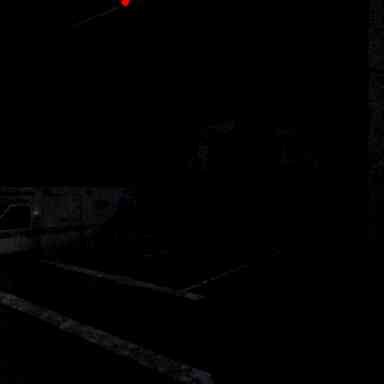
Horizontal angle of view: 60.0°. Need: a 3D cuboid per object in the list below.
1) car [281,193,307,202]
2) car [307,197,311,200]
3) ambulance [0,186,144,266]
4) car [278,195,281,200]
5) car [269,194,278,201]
[{"bbox_3d":[21.460,1.086,70.234,3.866,1.878,1.905,0,0,35],"label":"car"},{"bbox_3d":[23.866,1.370,72.608,3.806,1.475,1.970,0,0,35],"label":"car"},{"bbox_3d":[-4.498,1.042,10.615,2.351,2.431,6.366,0,0,35],"label":"ambulance"},{"bbox_3d":[24.618,1.304,87.237,4.514,1.523,2.007,0,0,35],"label":"car"},{"bbox_3d":[16.896,1.103,77.437,4.605,1.855,1.932,0,0,35],"label":"car"}]
